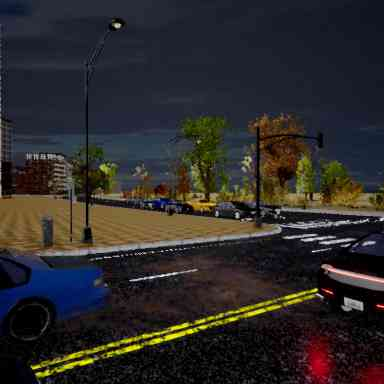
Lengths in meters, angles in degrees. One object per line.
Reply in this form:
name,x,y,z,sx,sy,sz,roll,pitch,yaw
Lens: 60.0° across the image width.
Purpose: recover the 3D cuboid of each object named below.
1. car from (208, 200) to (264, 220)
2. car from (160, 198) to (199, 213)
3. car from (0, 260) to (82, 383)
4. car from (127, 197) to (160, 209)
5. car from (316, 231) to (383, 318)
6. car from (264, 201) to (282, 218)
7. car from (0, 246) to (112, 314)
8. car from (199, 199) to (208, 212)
car,3.740,1.564,29.219,1.837,1.490,4.892,0,0,-32
car,-1.478,1.648,37.650,1.994,1.385,4.181,0,0,-32
car,-3.116,1.492,1.186,4.902,1.511,2.128,0,0,-36
car,-6.805,1.597,46.431,2.128,1.511,4.902,0,0,-31
car,4.466,1.491,6.432,4.902,1.511,2.128,0,0,-34
car,6.286,1.540,31.280,2.128,1.511,4.902,0,0,-32
car,-3.969,1.548,4.838,5.357,1.411,2.033,0,0,-35
car,1.052,1.550,39.746,1.882,1.535,5.008,0,0,-32
